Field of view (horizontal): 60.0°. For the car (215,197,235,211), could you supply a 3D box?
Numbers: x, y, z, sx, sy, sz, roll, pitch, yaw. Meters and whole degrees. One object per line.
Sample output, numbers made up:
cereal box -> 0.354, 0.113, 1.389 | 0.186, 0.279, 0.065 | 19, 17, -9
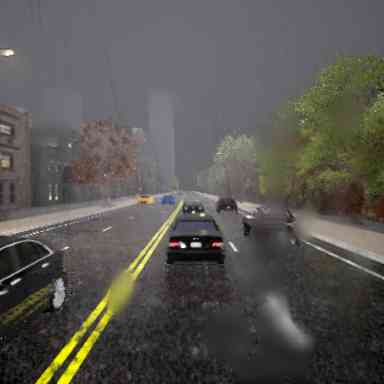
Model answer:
car -> 3.359, 1.261, 33.103 | 1.882, 1.535, 5.008 | 0, 0, 0

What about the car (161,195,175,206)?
car -> -3.415, 1.164, 47.946 | 1.882, 1.535, 5.008 | 0, 0, -1

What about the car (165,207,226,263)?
car -> 0.105, 1.471, 11.591 | 2.033, 1.411, 5.357 | 0, 0, 0

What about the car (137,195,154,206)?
car -> -6.665, 1.165, 47.890 | 1.882, 1.535, 5.008 | 0, 0, -1

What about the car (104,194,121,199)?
car -> -20.669, 1.259, 86.437 | 4.313, 1.339, 1.947 | -1, 2, -1

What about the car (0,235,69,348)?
car -> -3.350, 1.473, 4.737 | 1.837, 1.490, 4.892 | 0, 0, 0

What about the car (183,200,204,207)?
car -> 0.109, 1.402, 30.310 | 1.895, 1.301, 4.718 | 0, 0, 0

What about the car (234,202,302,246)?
car -> 3.355, 1.395, 14.700 | 2.128, 1.511, 4.902 | 0, 0, 0
